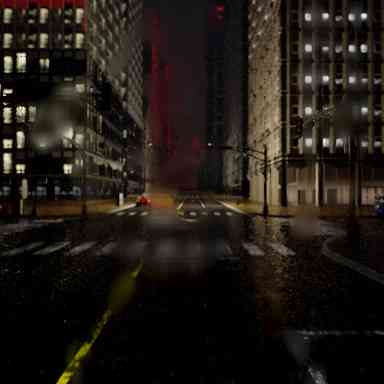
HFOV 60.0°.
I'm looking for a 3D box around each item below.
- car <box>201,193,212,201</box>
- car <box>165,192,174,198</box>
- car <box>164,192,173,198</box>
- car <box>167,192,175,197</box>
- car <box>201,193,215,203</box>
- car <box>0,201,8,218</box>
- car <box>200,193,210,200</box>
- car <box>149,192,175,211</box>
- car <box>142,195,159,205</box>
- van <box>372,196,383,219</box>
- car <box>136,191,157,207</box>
[{"bbox_3d":[2.692,0.863,63.360,1.752,1.417,4.829,1,1,0],"label":"car"},{"bbox_3d":[-5.693,0.659,85.420,2.008,1.369,4.403,1,1,0],"label":"car"},{"bbox_3d":[-5.692,0.711,79.845,1.887,1.381,4.507,1,1,0],"label":"car"},{"bbox_3d":[-5.695,0.595,90.995,1.887,1.381,4.507,1,1,0],"label":"car"},{"bbox_3d":[2.693,1.038,52.035,1.802,1.307,4.206,1,1,0],"label":"car"},{"bbox_3d":[-16.496,1.231,25.400,4.097,1.590,1.967,0,-1,0],"label":"car"},{"bbox_3d":[2.690,0.847,68.767,1.947,1.339,4.313,1,1,0],"label":"car"},{"bbox_3d":[-3.005,1.150,34.664,1.882,1.535,5.008,0,2,0],"label":"car"},{"bbox_3d":[-5.686,1.096,46.397,1.802,1.307,4.206,1,1,0],"label":"car"},{"bbox_3d":[15.978,1.188,25.334,3.998,1.788,1.690,0,-1,0],"label":"van"},{"bbox_3d":[-5.682,1.012,40.820,1.967,1.590,4.097,1,1,0],"label":"car"}]
